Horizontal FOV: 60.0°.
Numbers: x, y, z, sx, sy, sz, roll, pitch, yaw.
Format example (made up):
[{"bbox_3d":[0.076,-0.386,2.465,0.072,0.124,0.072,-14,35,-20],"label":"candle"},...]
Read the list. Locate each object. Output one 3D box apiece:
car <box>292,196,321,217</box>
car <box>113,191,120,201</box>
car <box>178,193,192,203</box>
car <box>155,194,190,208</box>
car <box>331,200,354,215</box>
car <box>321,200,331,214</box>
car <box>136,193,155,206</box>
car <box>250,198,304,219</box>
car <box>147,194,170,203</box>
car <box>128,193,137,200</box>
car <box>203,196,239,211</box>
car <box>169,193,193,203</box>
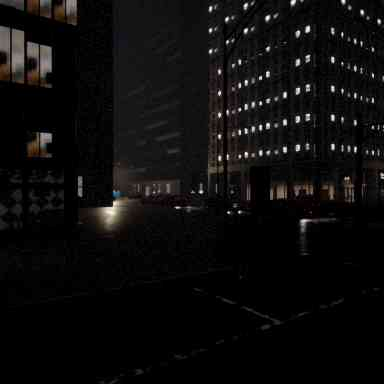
[{"bbox_3d":[8.182,1.309,28.499,1.837,1.490,4.892,0,1,-32],"label":"car"},{"bbox_3d":[-14.969,0.919,58.893,1.887,1.381,4.507,1,0,-35],"label":"car"},{"bbox_3d":[-2.444,1.058,45.176,1.882,1.535,5.008,0,1,-34],"label":"car"},{"bbox_3d":[-2.477,1.211,40.515,1.802,1.307,4.206,1,0,-33],"label":"car"},{"bbox_3d":[13.037,1.377,31.249,1.802,1.307,4.206,1,0,-32],"label":"car"},{"bbox_3d":[10.079,1.137,31.052,2.097,1.767,4.553,0,1,-32],"label":"car"},{"bbox_3d":[-5.425,1.094,45.011,1.752,1.417,4.829,1,0,-33],"label":"car"},{"bbox_3d":[6.417,1.399,26.558,1.802,1.307,4.206,1,0,-32],"label":"car"},{"bbox_3d":[-5.540,1.026,55.044,1.994,1.385,4.181,0,1,-34],"label":"car"},{"bbox_3d":[-11.498,0.864,67.799,1.947,1.339,4.313,1,0,-36],"label":"car"},{"bbox_3d":[3.164,1.189,36.463,2.128,1.511,4.902,0,1,-32],"label":"car"},{"bbox_3d":[-1.855,0.926,54.351,1.967,1.590,4.097,1,0,-35],"label":"car"}]
